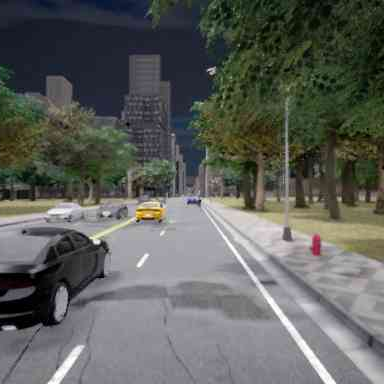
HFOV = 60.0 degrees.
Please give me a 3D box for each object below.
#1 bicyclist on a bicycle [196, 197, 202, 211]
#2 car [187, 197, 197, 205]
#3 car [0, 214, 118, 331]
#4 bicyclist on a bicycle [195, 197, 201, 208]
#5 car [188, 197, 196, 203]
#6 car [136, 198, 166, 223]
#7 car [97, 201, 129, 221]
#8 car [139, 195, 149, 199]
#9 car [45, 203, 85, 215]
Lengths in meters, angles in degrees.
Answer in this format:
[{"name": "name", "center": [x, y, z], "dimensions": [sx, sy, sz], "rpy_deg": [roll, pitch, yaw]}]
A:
[{"name": "bicyclist on a bicycle", "center": [0.900, 1.466, 39.639], "dimensions": [0.659, 1.776, 1.843], "rpy_deg": [0, 0, 0]}, {"name": "car", "center": [0.038, 1.697, 65.306], "dimensions": [1.882, 1.535, 5.008], "rpy_deg": [0, -1, 1]}, {"name": "car", "center": [-3.148, 1.480, 7.059], "dimensions": [1.882, 1.535, 5.008], "rpy_deg": [0, 0, 0]}, {"name": "bicyclist on a bicycle", "center": [0.901, 1.573, 48.874], "dimensions": [0.866, 1.612, 1.509], "rpy_deg": [0, 0, 0]}, {"name": "car", "center": [0.011, 1.843, 77.318], "dimensions": [1.994, 1.385, 4.181], "rpy_deg": [0, 0, 0]}, {"name": "car", "center": [-3.146, 1.521, 26.205], "dimensions": [1.882, 1.535, 5.008], "rpy_deg": [0, 0, 0]}, {"name": "car", "center": [-6.592, 1.541, 27.967], "dimensions": [2.128, 1.511, 4.902], "rpy_deg": [0, 0, 0]}, {"name": "car", "center": [-9.740, 1.572, 68.217], "dimensions": [2.097, 1.767, 4.553], "rpy_deg": [0, 0, 0]}, {"name": "car", "center": [-9.843, 1.568, 26.134], "dimensions": [1.812, 1.442, 4.674], "rpy_deg": [0, 0, 0]}]
